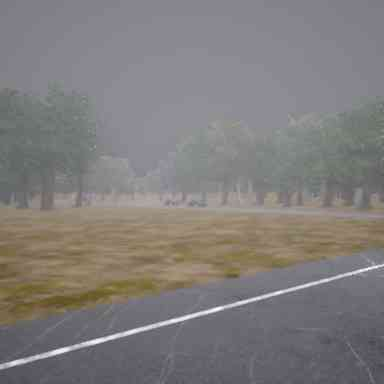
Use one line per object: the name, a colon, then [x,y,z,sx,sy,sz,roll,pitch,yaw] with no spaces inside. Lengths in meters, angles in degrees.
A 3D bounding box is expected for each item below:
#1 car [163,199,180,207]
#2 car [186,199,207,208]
car: [-4.200,2.227,68.443,1.837,1.490,4.892,2,-2,-34]
car: [0.746,2.124,61.302,1.837,1.490,4.892,2,-2,-34]
